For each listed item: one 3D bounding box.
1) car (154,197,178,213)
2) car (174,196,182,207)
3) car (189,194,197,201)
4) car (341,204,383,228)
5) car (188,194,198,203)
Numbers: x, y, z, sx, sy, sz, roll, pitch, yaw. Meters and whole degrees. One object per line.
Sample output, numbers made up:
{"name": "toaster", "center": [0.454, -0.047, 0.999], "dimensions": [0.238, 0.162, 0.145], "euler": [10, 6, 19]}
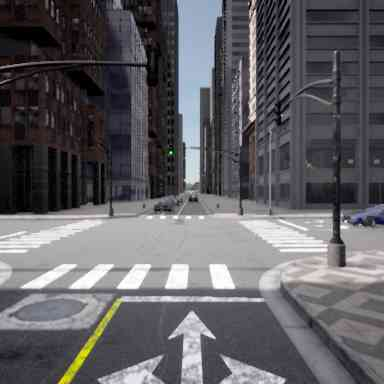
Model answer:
{"name": "car", "center": [-2.983, 1.571, 36.413], "dimensions": [1.895, 1.301, 4.718], "euler": [0, 0, 3]}
{"name": "car", "center": [-2.906, 1.525, 49.698], "dimensions": [1.994, 1.385, 4.181], "euler": [0, 0, 1]}
{"name": "car", "center": [0.316, 1.292, 77.055], "dimensions": [1.837, 1.490, 4.892], "euler": [0, 0, 0]}
{"name": "car", "center": [12.231, 1.437, 20.667], "dimensions": [5.357, 1.411, 2.033], "euler": [0, 0, 0]}
{"name": "car", "center": [0.263, 1.436, 66.628], "dimensions": [1.882, 1.535, 5.008], "euler": [0, 0, 0]}
